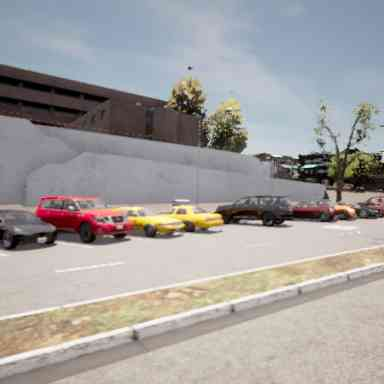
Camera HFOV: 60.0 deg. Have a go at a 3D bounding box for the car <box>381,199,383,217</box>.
[{"bbox_3d":[16.483,1.646,31.989,4.792,1.488,2.163,-1,-1,35],"label":"car"}]

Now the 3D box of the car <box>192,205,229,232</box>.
[{"bbox_3d":[-0.754,1.504,19.894,5.366,1.575,1.946,-1,-1,35],"label":"car"}]

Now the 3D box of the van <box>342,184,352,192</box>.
[{"bbox_3d":[40.001,-1.044,84.790,1.878,1.987,4.442,7,3,35],"label":"van"}]

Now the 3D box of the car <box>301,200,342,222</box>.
[{"bbox_3d":[9.201,1.428,26.736,4.553,1.767,2.185,-1,-1,35],"label":"car"}]

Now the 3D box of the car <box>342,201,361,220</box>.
[{"bbox_3d":[11.597,1.448,28.519,4.553,1.767,2.185,-1,-1,35],"label":"car"}]

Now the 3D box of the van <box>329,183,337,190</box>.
[{"bbox_3d":[38.274,-1.317,87.262,1.878,1.987,4.442,8,3,35],"label":"van"}]

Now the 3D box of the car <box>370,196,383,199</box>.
[{"bbox_3d":[18.930,1.390,33.734,5.566,2.045,2.435,-1,-1,35],"label":"car"}]

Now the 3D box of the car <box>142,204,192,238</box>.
[{"bbox_3d":[-2.887,1.493,17.948,5.366,1.575,1.946,-1,-1,35],"label":"car"}]

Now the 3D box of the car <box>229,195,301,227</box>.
[{"bbox_3d":[4.260,1.273,23.286,5.566,2.045,2.435,-1,-1,35],"label":"car"}]

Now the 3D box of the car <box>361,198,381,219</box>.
[{"bbox_3d":[14.063,1.596,30.243,4.892,1.521,2.231,-1,-1,35],"label":"car"}]

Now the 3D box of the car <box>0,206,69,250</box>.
[{"bbox_3d":[-7.905,1.521,14.556,4.792,1.488,2.163,-1,-1,35],"label":"car"}]

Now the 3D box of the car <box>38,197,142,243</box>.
[{"bbox_3d":[-5.462,1.243,16.302,5.566,2.045,2.435,-1,-1,35],"label":"car"}]

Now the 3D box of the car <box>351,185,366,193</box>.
[{"bbox_3d":[41.757,-0.545,82.425,2.231,1.521,4.892,7,3,35],"label":"car"}]
